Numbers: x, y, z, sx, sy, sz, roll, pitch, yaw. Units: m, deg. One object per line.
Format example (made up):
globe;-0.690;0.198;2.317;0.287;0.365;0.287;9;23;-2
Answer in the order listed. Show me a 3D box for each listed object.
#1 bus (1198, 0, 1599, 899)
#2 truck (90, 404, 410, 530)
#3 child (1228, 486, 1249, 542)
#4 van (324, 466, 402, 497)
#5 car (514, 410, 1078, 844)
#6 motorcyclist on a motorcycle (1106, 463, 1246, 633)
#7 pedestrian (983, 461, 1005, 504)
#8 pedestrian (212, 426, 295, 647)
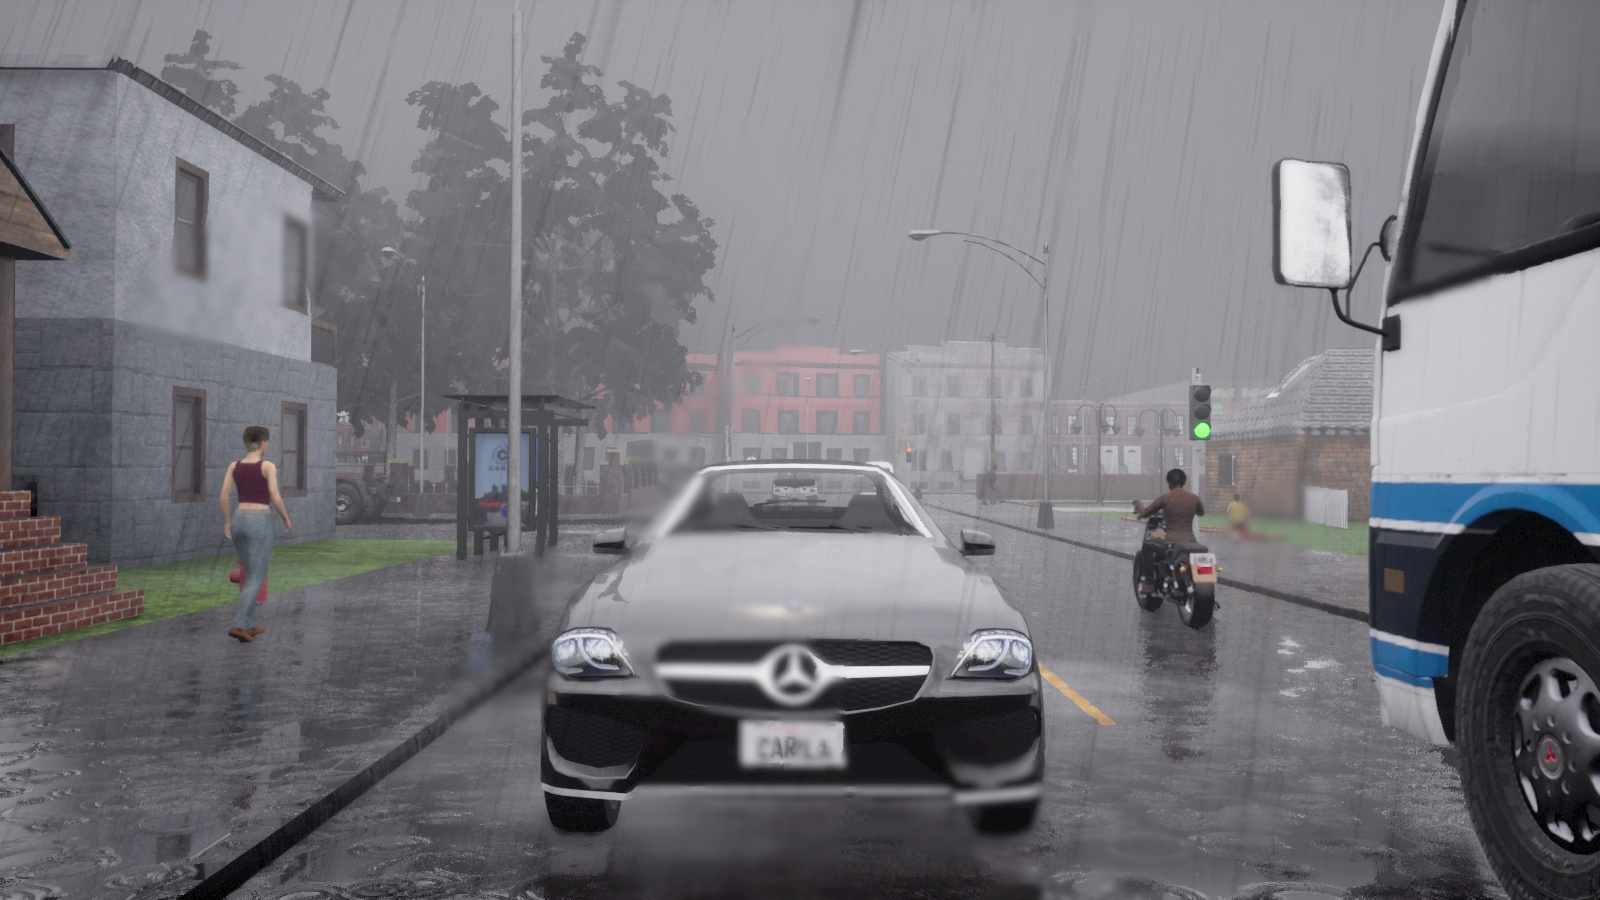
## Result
bus;3.995;-0.558;1.184;3.944;4.253;10.273;0;-1;0
truck;-15.636;0.504;36.218;7.936;3.462;2.891;0;-1;-4
child;8.841;1.293;25.330;0.255;1.110;0.394;0;-1;-2
van;-28.225;2.041;81.259;4.442;1.987;1.775;0;-1;0
car;-0.029;0.716;7.320;2.152;1.651;5.027;0;-1;0
motorcyclist on a motorcycle;3.951;0.974;13.410;0.766;1.649;2.350;0;-1;0
pedestrian;8.423;1.403;54.484;0.849;1.883;0.563;0;-1;-2
pedestrian;-4.673;0.723;10.763;0.345;1.836;0.594;-1;-1;16
